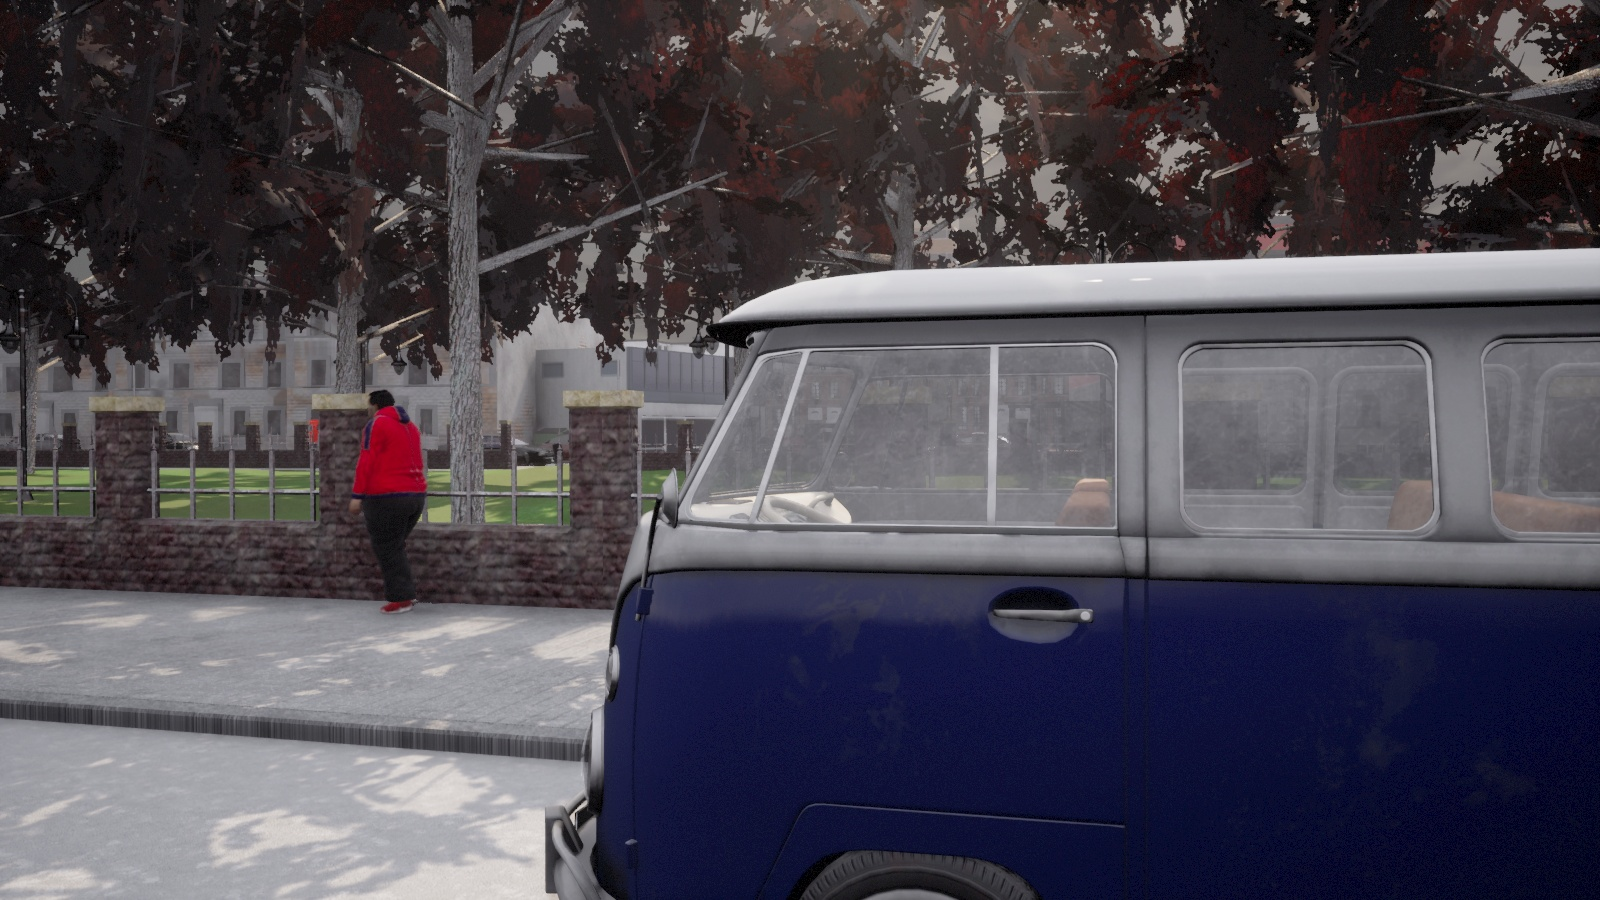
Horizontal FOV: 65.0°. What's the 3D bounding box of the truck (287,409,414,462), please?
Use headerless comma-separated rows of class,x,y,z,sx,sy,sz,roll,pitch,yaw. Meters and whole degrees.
truck,-21.805,-0.719,60.989,5.204,2.467,2.627,0,1,16

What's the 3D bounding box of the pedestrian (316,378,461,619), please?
pedestrian,-3.281,0.363,10.050,0.899,1.844,0.634,1,1,17

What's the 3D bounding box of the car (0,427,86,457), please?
car,-40.283,-0.439,66.218,4.514,1.525,2.007,0,1,16

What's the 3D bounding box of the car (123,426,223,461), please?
car,-29.451,-0.331,59.000,3.988,1.617,1.851,0,1,16

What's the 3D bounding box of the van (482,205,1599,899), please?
van,1.651,0.535,3.162,4.442,1.987,1.775,0,1,14

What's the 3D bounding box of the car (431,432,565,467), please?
car,-13.065,-0.046,54.366,5.357,1.411,2.033,0,1,16

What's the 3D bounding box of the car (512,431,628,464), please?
car,-10.581,-0.140,57.818,4.792,1.488,2.163,0,1,16
